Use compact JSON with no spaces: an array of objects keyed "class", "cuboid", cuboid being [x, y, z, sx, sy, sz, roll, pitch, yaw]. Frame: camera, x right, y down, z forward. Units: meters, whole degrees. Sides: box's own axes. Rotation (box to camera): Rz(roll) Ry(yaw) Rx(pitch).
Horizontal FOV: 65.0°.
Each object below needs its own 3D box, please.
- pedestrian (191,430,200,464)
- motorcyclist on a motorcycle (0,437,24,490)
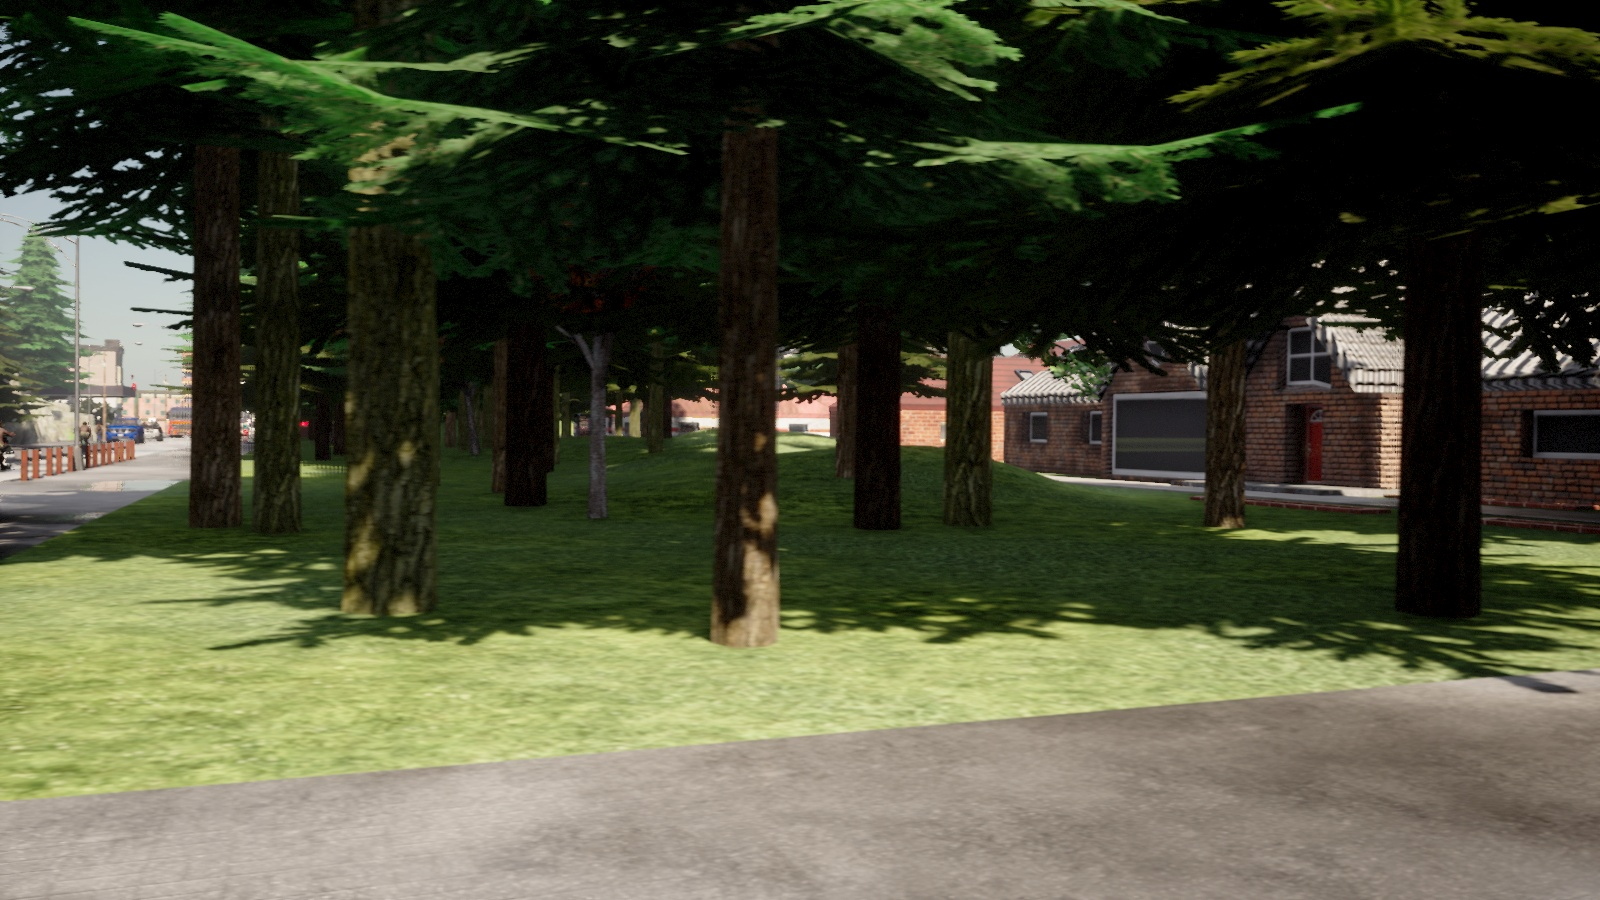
[{"class":"pedestrian","cuboid":[-32.797,-0.155,68.114,0.328,1.805,0.869,-1,1,-22]},{"class":"motorcyclist on a motorcycle","cuboid":[-25.466,0.427,40.053,0.766,1.649,2.350,-1,1,-22]}]
